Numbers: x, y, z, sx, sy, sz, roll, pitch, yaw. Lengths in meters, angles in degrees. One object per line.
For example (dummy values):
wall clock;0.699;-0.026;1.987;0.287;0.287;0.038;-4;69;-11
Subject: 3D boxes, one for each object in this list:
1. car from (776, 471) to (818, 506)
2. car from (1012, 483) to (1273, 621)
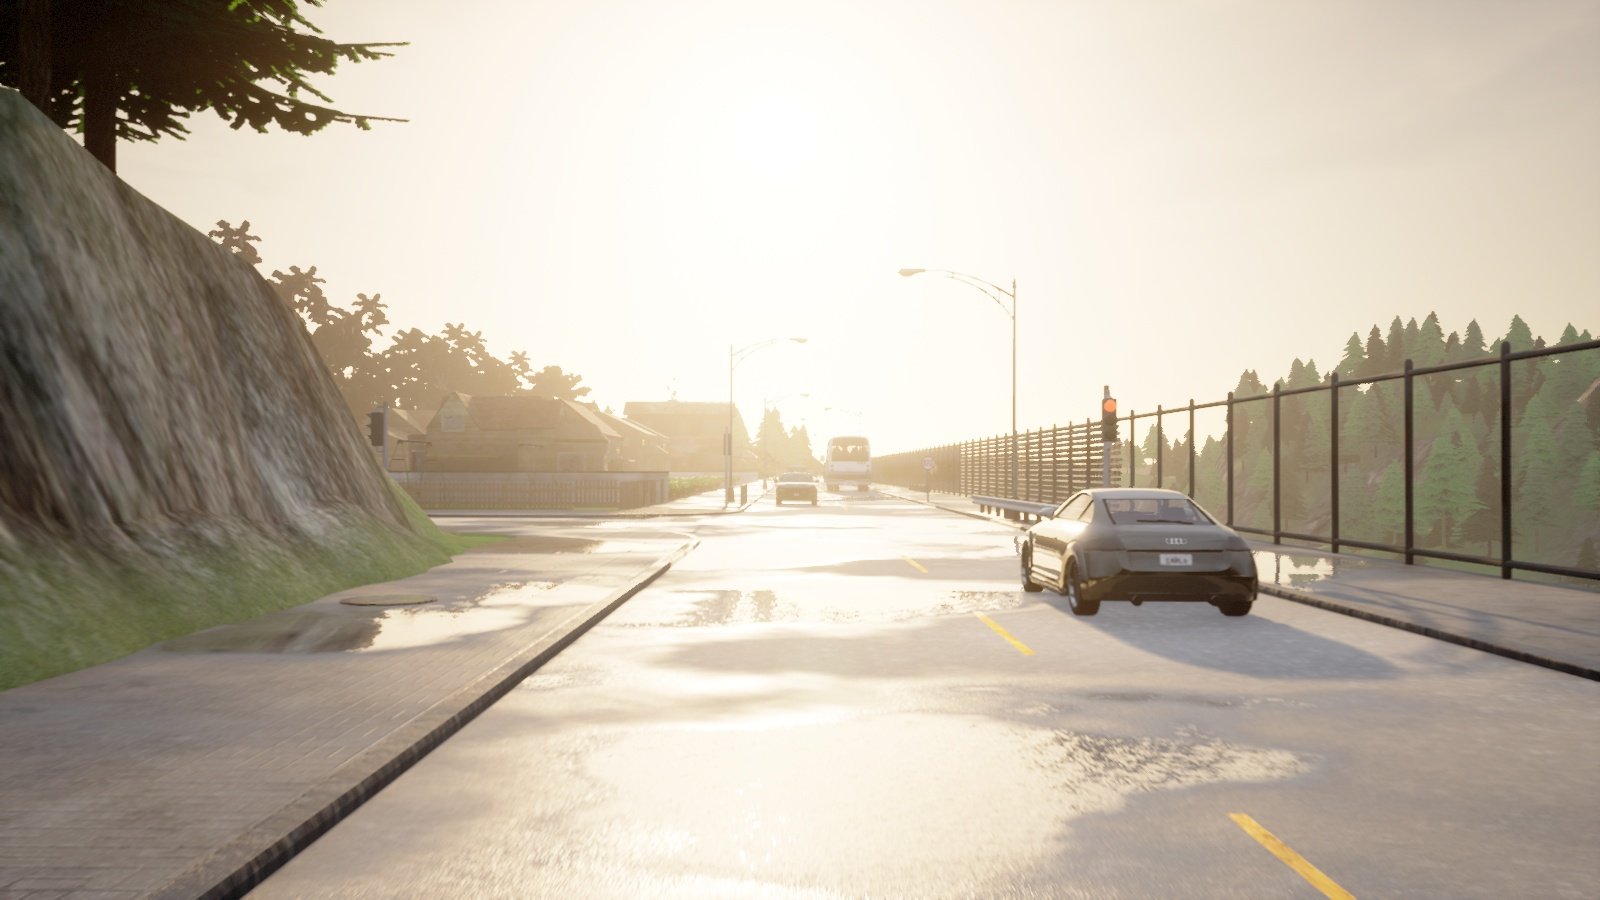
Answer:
car;-0.143;1.782;59.097;1.882;1.535;5.008;0;-1;0
car;3.929;1.117;15.202;1.994;1.385;4.181;0;-1;0
